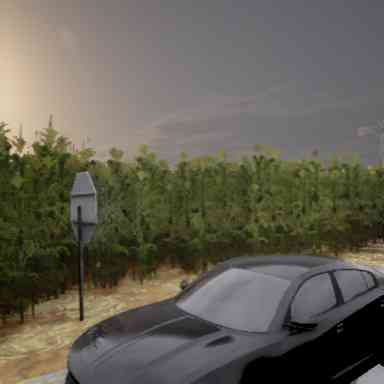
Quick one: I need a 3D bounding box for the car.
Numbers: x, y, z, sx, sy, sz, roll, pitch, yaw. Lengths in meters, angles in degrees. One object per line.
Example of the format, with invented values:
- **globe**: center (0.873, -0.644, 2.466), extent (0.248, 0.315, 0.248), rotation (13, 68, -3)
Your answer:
- **car**: center (1.011, 1.589, 4.248), extent (5.008, 1.535, 1.882), rotation (0, -2, -37)
